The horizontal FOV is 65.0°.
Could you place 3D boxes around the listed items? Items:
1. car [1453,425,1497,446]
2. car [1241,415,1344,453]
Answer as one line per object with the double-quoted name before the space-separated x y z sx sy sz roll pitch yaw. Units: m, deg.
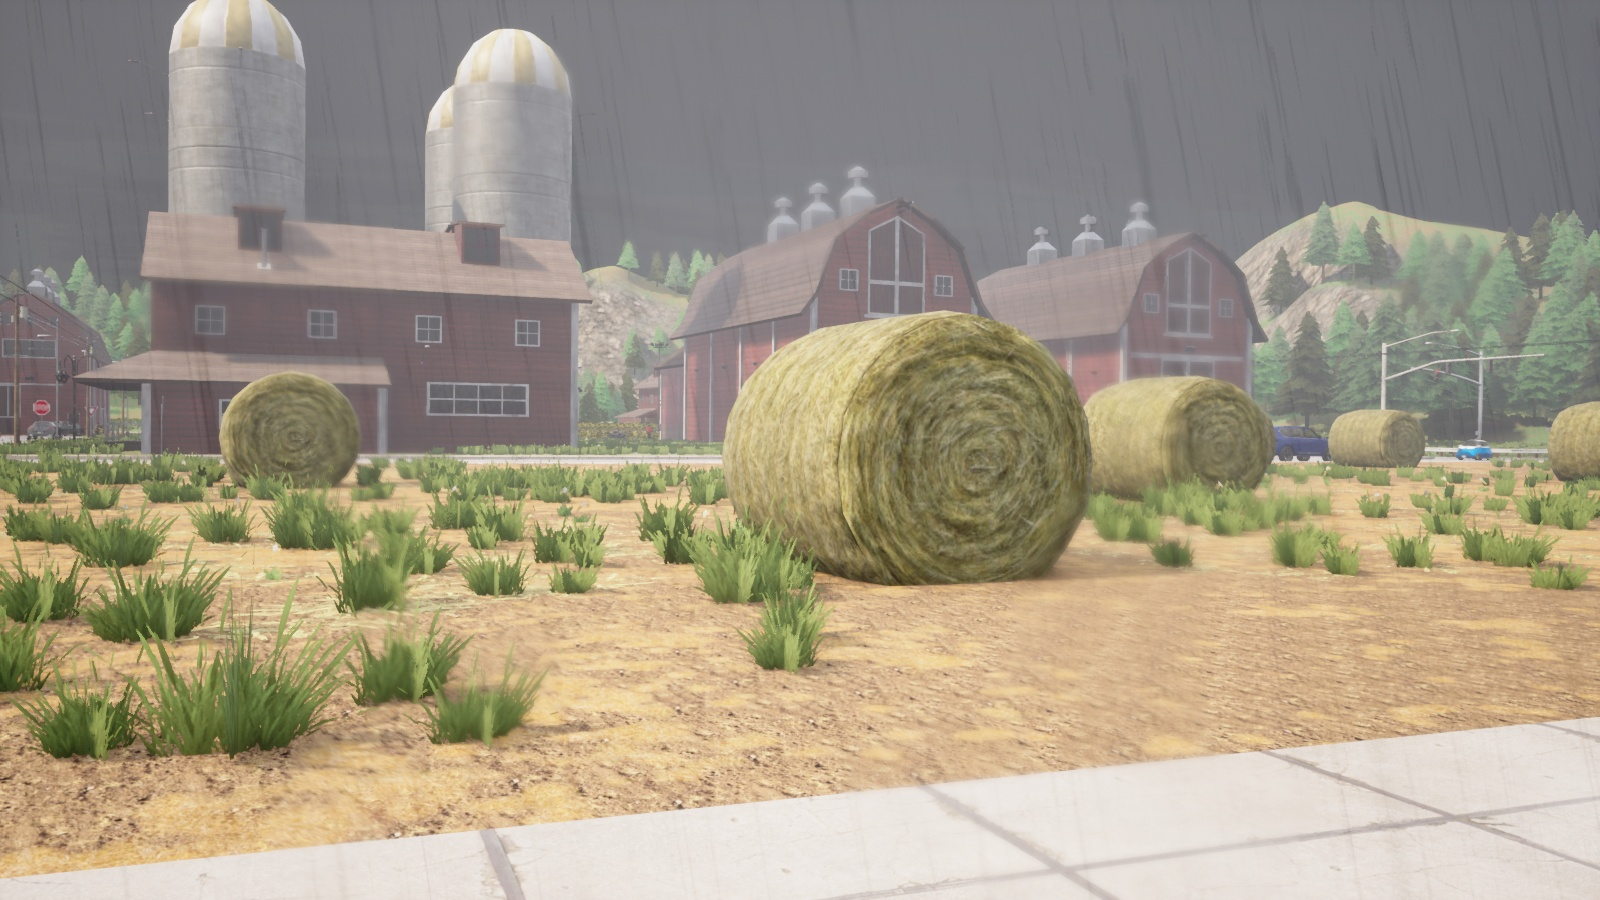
"car" 44.012 -0.946 81.891 2.207 1.376 1.481 -1 1 -25
"car" 27.680 -0.921 70.506 5.566 2.045 2.150 -1 1 -25
